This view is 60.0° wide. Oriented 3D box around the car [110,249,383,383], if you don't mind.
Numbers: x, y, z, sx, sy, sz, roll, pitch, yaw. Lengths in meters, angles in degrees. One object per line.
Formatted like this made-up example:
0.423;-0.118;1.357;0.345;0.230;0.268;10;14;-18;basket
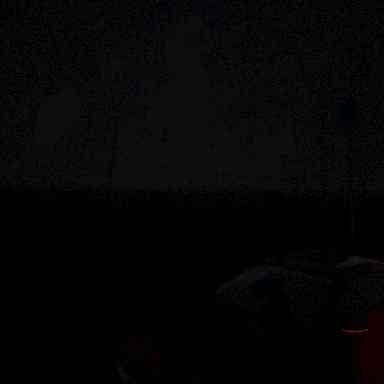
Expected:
1.373;1.516;4.039;4.674;1.442;1.812;0;0;-35;car
